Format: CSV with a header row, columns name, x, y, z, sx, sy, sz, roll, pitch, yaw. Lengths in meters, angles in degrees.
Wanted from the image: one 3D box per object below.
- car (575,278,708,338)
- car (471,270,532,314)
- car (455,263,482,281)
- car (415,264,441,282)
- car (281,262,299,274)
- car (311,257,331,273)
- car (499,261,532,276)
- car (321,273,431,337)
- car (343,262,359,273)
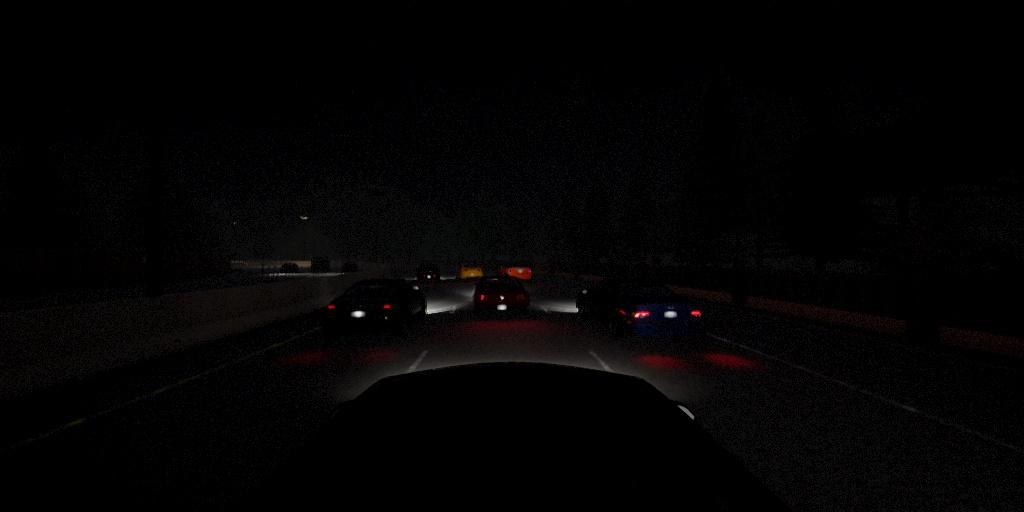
name,x,y,z,sx,sy,sz,roll,pitch,yaw
car,3.296,1.338,10.337,2.033,1.411,5.357,0,0,-4
car,-0.530,1.409,14.033,1.895,1.301,4.718,0,0,-5
car,-3.903,1.370,31.918,1.882,1.535,5.008,0,0,-15
car,-7.129,1.390,30.453,1.837,1.490,4.892,0,0,-15
car,-28.558,1.508,46.280,2.033,1.411,5.357,0,0,-28
car,-25.769,1.194,48.415,2.150,2.045,5.566,0,-1,-28
car,0.170,1.235,30.111,2.097,1.767,4.553,0,0,-13
car,-3.774,1.355,10.469,1.994,1.385,4.181,0,0,-4
car,-21.828,1.518,48.513,2.033,1.411,5.357,0,0,-27
